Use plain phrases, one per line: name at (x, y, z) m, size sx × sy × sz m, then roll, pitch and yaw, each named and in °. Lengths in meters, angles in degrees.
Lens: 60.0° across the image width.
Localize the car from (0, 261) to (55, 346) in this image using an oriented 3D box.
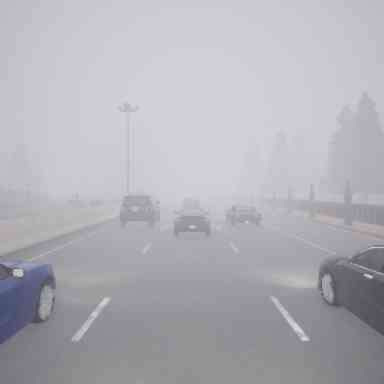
car at (-3.418, 1.476, 4.104) m, size 1.882 × 1.535 × 5.008 m, roll 0°, pitch 0°, yaw 0°

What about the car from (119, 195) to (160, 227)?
car at (-3.516, 1.214, 23.119) m, size 2.150 × 2.045 × 5.566 m, roll 0°, pitch 0°, yaw 0°

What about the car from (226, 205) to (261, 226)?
car at (3.483, 1.593, 23.431) m, size 1.895 × 1.301 × 4.718 m, roll 0°, pitch 0°, yaw 0°

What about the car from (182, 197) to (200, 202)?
car at (-0.096, 1.342, 38.022) m, size 2.097 × 1.767 × 4.553 m, roll 0°, pitch 0°, yaw 0°

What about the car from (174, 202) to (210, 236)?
car at (-0.004, 1.520, 18.400) m, size 1.812 × 1.442 × 4.674 m, roll 0°, pitch 0°, yaw 0°

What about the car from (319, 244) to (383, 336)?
car at (3.576, 1.503, 5.056) m, size 1.837 × 1.490 × 4.892 m, roll 0°, pitch 0°, yaw 0°
